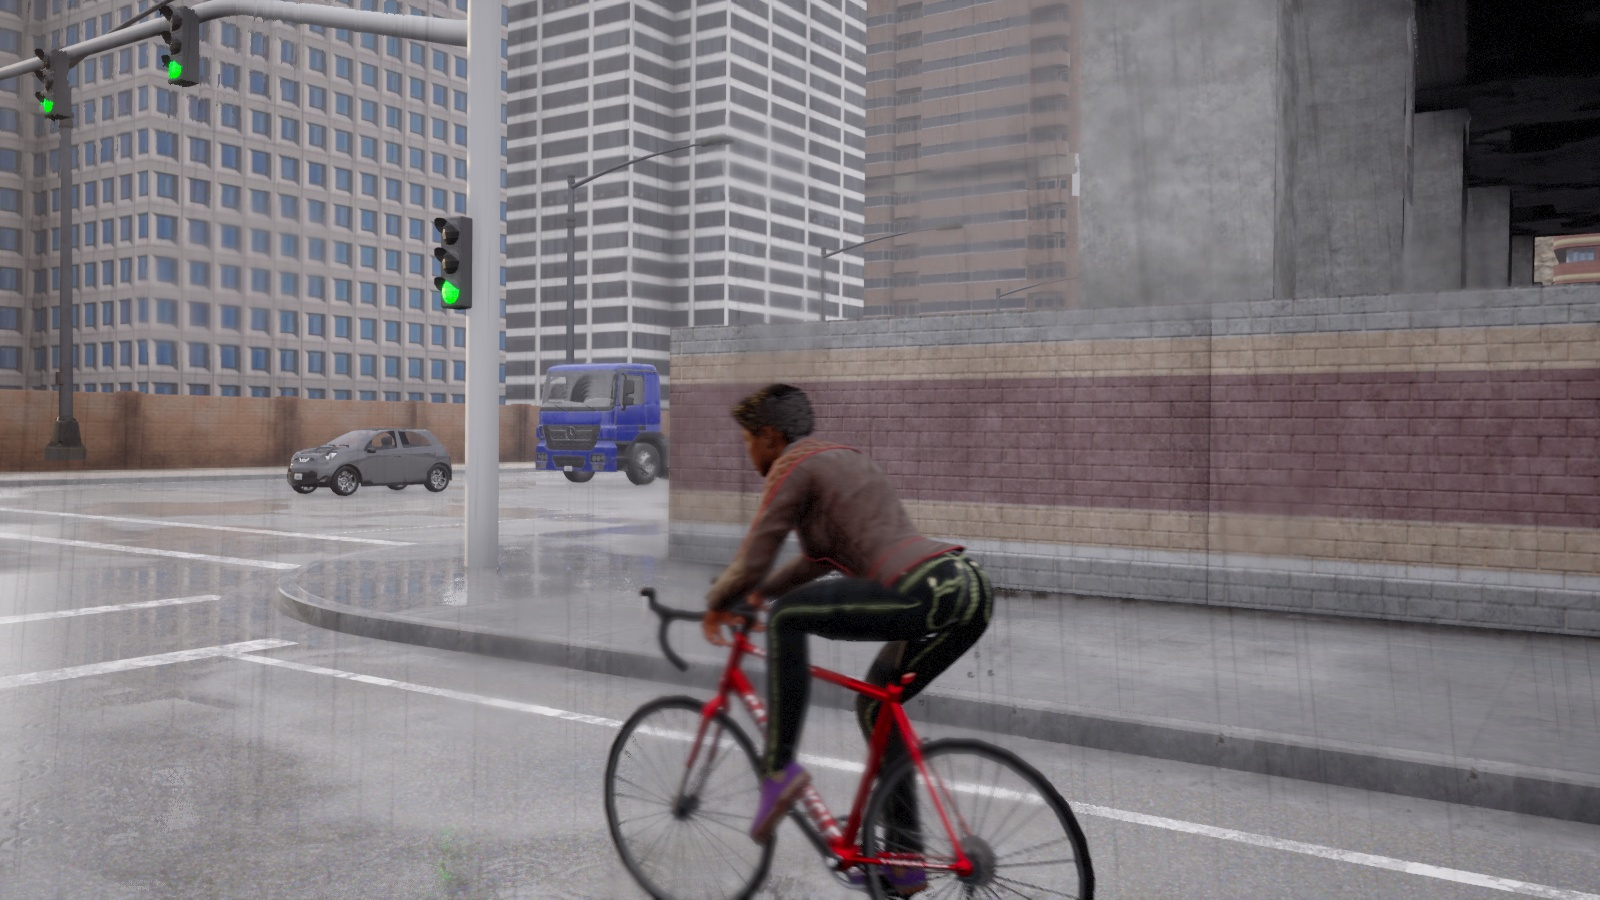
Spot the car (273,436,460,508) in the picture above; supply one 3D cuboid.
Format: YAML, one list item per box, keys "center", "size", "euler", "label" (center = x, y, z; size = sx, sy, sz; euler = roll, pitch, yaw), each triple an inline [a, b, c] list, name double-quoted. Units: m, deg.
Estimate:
- center: [-9.798, 0.444, 28.592]
  size: [1.845, 1.501, 3.633]
  euler: [0, 1, 34]
  label: "car"

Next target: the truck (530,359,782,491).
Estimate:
- center: [-4.016, -0.721, 37.134]
  size: [2.891, 3.462, 7.936]
  euler: [0, 1, 34]
  label: "truck"

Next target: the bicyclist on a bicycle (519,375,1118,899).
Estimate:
- center: [0.005, 0.635, 3.619]
  size: [1.656, 1.620, 0.582]
  euler: [0, 1, 34]
  label: "bicyclist on a bicycle"
